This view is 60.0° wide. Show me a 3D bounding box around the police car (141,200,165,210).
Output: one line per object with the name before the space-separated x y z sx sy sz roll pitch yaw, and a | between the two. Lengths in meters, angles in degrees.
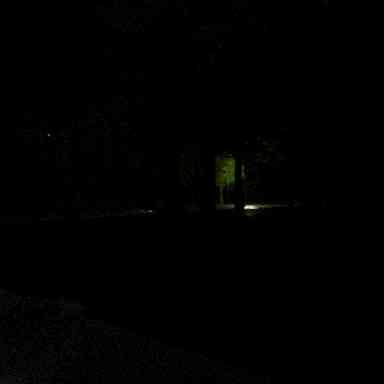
police car | -6.135 2.143 53.348 2.038 1.542 4.974 -1 -2 35
